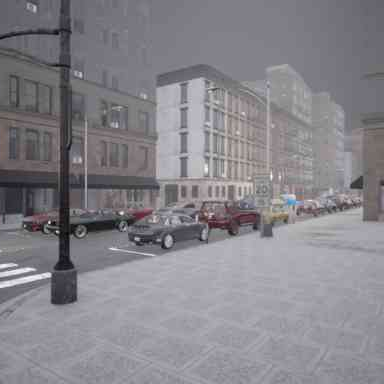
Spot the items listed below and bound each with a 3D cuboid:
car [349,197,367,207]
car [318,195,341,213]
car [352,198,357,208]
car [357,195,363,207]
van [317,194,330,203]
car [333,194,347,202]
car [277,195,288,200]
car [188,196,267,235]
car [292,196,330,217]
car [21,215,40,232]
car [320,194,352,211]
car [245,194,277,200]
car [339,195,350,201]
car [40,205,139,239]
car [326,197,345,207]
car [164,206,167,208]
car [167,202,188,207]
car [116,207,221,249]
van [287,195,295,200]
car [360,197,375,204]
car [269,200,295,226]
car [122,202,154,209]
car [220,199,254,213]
[{"bbox_3d":[27.159,1.592,54.374,2.008,1.369,4.403,0,0,35],"label":"car"},{"bbox_3d":[14.708,1.472,36.677,1.967,1.590,4.097,0,0,35],"label":"car"},{"bbox_3d":[20.933,1.619,45.526,1.802,1.307,4.206,0,0,35],"label":"car"},{"bbox_3d":[24.046,1.605,49.950,1.947,1.339,4.313,0,0,35],"label":"car"},{"bbox_3d":[26.822,1.347,67.840,1.690,1.788,3.998,0,0,35],"label":"van"},{"bbox_3d":[36.161,1.324,81.113,2.192,1.841,5.009,0,0,35],"label":"car"},{"bbox_3d":[11.160,1.520,45.580,1.752,1.417,4.829,0,0,35],"label":"car"},{"bbox_3d":[2.259,1.340,18.981,2.192,1.841,5.009,0,0,35],"label":"car"},{"bbox_3d":[11.596,1.471,32.253,1.967,1.590,4.097,0,0,35],"label":"car"},{"bbox_3d":[-7.418,1.528,19.175,1.887,1.381,4.507,0,0,35],"label":"car"},{"bbox_3d":[17.822,1.350,41.101,2.192,1.841,5.009,0,0,35],"label":"car"},{"bbox_3d":[6.467,1.224,34.476,2.150,2.045,5.566,0,0,35],"label":"car"},{"bbox_3d":[39.272,1.554,85.537,1.887,1.381,4.507,0,0,35],"label":"car"},{"bbox_3d":[-5.274,1.597,17.812,1.895,1.301,4.718,0,0,33],"label":"car"},{"bbox_3d":[22.599,1.532,52.299,1.837,1.490,4.892,0,0,35],"label":"car"},{"bbox_3d":[-1.193,1.537,28.024,2.008,1.369,4.403,0,0,35],"label":"car"},{"bbox_3d":[0.490,1.504,26.008,1.837,1.490,4.892,0,0,35],"label":"car"},{"bbox_3d":[-0.855,1.574,14.557,2.008,1.369,4.403,0,0,35],"label":"car"},{"bbox_3d":[14.371,1.338,50.143,1.690,1.788,3.998,0,0,35],"label":"van"},{"bbox_3d":[33.385,1.612,63.223,1.947,1.339,4.313,0,0,35],"label":"car"},{"bbox_3d":[5.468,1.552,23.545,1.752,1.417,4.829,0,0,35],"label":"car"},{"bbox_3d":[-4.305,1.425,23.599,1.967,1.590,4.097,0,0,35],"label":"car"},{"bbox_3d":[5.033,1.535,36.872,1.887,1.381,4.507,0,0,35],"label":"car"}]
